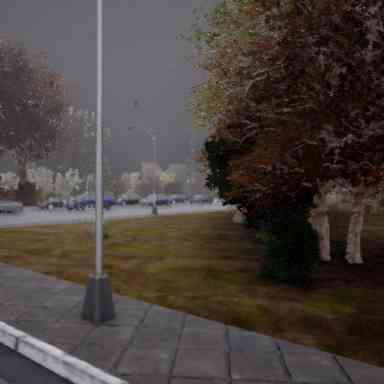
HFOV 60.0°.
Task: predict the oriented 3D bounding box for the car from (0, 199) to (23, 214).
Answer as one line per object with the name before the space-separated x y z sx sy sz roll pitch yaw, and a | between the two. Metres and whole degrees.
car | -16.796 1.271 28.470 1.994 1.385 4.181 1 0 39

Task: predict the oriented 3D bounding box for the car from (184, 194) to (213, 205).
car | 1.405 1.128 51.845 1.837 1.490 4.892 1 1 36

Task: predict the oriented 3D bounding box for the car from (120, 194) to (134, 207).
car | -8.667 1.001 44.365 2.097 1.767 4.553 1 1 38

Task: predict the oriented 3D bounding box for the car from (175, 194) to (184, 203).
car | -2.625 1.106 52.294 1.837 1.490 4.892 1 1 37

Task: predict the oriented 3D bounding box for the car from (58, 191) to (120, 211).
car | -10.957 0.924 35.772 2.150 2.045 5.566 1 1 39

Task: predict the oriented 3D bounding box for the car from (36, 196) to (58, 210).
car | -14.659 1.176 36.753 1.837 1.490 4.892 1 0 39

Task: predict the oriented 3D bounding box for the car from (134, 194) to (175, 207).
car | -4.857 1.029 43.569 2.097 1.767 4.553 1 1 37
